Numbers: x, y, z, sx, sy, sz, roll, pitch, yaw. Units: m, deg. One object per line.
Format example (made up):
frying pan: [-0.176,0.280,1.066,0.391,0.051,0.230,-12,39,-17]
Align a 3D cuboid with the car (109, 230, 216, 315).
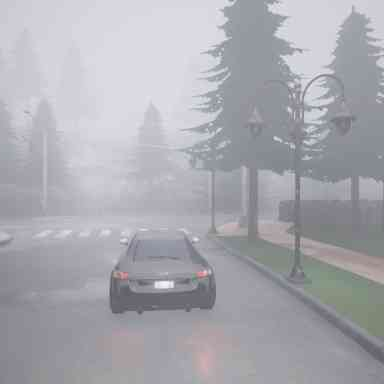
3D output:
car: [-0.725,1.564,7.709,1.994,1.385,4.181,0,0,-7]
